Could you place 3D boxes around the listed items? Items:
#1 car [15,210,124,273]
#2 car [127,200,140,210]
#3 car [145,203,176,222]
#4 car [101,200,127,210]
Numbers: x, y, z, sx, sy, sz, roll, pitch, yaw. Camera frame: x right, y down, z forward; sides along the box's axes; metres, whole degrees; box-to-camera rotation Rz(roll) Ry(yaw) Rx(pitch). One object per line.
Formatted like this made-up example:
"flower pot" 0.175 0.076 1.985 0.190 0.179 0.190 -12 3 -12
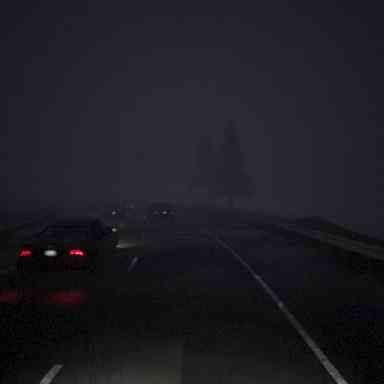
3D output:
"car" -3.620 1.547 10.634 2.033 1.411 5.357 0 0 -4
"car" -8.033 1.603 41.917 1.895 1.301 4.718 0 0 -24
"car" -2.602 1.551 26.666 2.033 1.411 5.357 0 0 -14
"car" -7.222 1.526 30.073 1.812 1.442 4.674 0 0 -17
